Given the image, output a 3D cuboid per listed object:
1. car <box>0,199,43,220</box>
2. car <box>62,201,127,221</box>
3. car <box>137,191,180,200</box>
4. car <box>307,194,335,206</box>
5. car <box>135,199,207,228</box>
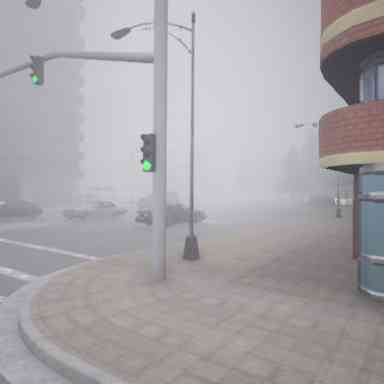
[{"bbox_3d":[-12.836,1.250,23.180,1.812,1.442,4.674,1,1,36],"label":"car"},{"bbox_3d":[-7.243,1.366,24.940,1.895,1.301,4.718,1,0,36],"label":"car"},{"bbox_3d":[-3.528,0.860,35.930,2.150,2.045,5.566,1,0,36],"label":"car"},{"bbox_3d":[19.340,1.120,49.708,4.553,1.767,2.097,-1,4,-36],"label":"car"},{"bbox_3d":[-1.211,1.394,21.191,2.033,1.411,5.357,1,0,36],"label":"car"}]
